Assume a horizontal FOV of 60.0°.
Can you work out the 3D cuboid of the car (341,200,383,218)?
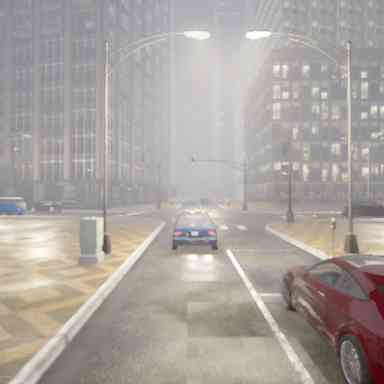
[{"bbox_3d":[14.455,1.406,27.008,4.181,1.385,1.994,0,-1,9],"label":"car"}]

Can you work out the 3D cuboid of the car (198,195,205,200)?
[{"bbox_3d":[2.569,1.644,93.094,1.947,1.339,4.313,1,0,0],"label":"car"}]

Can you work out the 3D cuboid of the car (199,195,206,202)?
[{"bbox_3d":[2.571,1.585,82.136,1.752,1.417,4.829,1,0,0],"label":"car"}]

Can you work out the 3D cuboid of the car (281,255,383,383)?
[{"bbox_3d":[2.576,1.580,4.871,1.802,1.307,4.206,1,0,0],"label":"car"}]

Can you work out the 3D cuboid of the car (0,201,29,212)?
[{"bbox_3d":[-22.873,1.796,41.359,4.507,1.381,1.887,0,-1,14],"label":"car"}]

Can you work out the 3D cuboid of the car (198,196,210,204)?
[{"bbox_3d":[2.571,1.599,65.276,1.947,1.339,4.313,1,0,0],"label":"car"}]

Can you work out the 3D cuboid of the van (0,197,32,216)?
[{"bbox_3d":[-17.832,1.411,31.844,3.998,1.788,1.690,0,-1,14],"label":"van"}]

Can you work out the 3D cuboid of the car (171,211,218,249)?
[{"bbox_3d":[0.087,1.547,14.470,2.033,1.411,5.357,0,0,0],"label":"car"}]

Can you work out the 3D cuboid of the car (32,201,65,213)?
[{"bbox_3d":[-17.456,1.757,40.011,4.403,1.369,2.008,0,-1,14],"label":"car"}]
